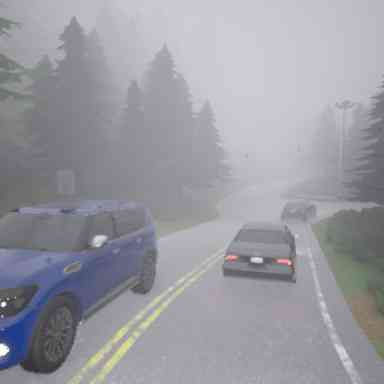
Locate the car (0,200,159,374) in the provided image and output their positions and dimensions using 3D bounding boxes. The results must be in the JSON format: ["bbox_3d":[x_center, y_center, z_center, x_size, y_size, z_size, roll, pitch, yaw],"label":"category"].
[{"bbox_3d":[-2.319,1.210,6.147,2.150,2.045,5.566,1,0,13],"label":"car"}]

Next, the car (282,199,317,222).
[{"bbox_3d":[9.384,1.407,28.899,2.097,1.767,4.553,1,5,33],"label":"car"}]

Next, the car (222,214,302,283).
[{"bbox_3d":[2.200,1.629,10.082,2.033,1.411,5.357,1,0,16],"label":"car"}]
